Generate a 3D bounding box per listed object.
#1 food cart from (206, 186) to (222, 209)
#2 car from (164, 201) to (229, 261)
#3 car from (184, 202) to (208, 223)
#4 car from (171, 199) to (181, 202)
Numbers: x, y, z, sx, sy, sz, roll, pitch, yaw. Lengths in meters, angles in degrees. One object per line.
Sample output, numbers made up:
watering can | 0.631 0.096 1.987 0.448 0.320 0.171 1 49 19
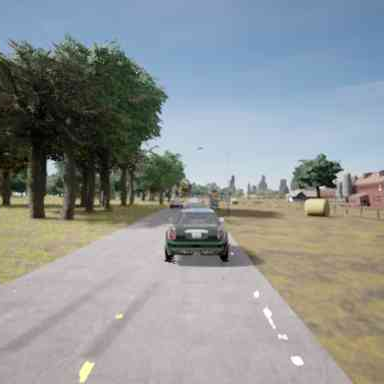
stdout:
food cart | 3.613 0.928 54.888 2.280 3.560 4.660 -1 -2 1
car | 0.181 1.393 12.580 2.097 1.767 4.553 0 0 1
car | 0.331 1.630 27.961 1.837 1.490 4.892 0 0 1
car | -2.353 1.859 50.478 1.882 1.535 5.008 0 -1 1
